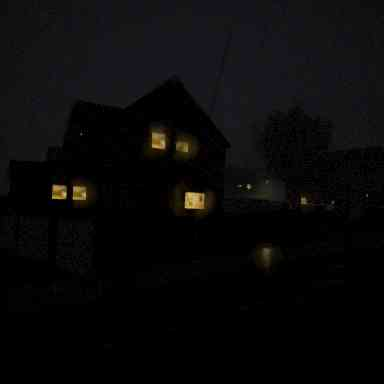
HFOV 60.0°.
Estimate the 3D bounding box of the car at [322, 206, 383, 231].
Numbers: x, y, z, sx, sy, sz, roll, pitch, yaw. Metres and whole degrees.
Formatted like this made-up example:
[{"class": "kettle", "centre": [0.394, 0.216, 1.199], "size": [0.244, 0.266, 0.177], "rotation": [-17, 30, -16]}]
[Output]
[{"class": "car", "centre": [9.944, 1.494, 18.911], "size": [2.033, 1.411, 5.357], "rotation": [3, -2, -30]}]
